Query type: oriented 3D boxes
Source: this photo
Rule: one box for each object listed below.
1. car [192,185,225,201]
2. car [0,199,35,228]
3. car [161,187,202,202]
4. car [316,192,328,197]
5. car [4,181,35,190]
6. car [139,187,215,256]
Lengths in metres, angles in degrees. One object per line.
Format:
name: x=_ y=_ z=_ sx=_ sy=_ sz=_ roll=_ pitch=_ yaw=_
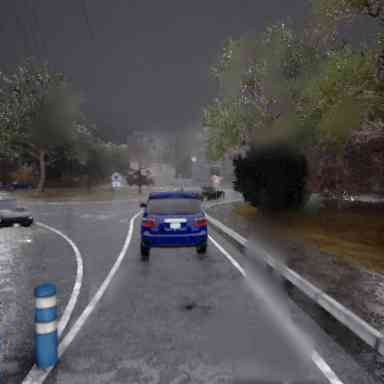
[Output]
car: x=1.431 y=0.072 z=33.520 sx=2.097 sy=1.767 sz=4.553 roll=2 pitch=4 yaw=39
car: x=-10.225 y=1.107 z=17.903 sx=2.033 sy=1.411 sz=5.357 roll=-3 pitch=4 yaw=-43
car: x=-1.019 y=0.231 z=35.211 sx=1.895 sy=1.301 sz=4.718 roll=2 pitch=4 yaw=36
car: x=15.547 y=-0.010 z=44.267 sx=4.718 sy=1.301 sz=1.895 roll=3 pitch=3 yaw=-3
car: x=-31.271 y=-1.223 z=60.232 sx=1.882 sy=1.535 sz=5.008 roll=3 pitch=4 yaw=43
car: x=-0.794 y=0.996 z=12.491 sx=2.150 sy=2.045 sz=5.566 roll=0 pitch=2 yaw=-7
